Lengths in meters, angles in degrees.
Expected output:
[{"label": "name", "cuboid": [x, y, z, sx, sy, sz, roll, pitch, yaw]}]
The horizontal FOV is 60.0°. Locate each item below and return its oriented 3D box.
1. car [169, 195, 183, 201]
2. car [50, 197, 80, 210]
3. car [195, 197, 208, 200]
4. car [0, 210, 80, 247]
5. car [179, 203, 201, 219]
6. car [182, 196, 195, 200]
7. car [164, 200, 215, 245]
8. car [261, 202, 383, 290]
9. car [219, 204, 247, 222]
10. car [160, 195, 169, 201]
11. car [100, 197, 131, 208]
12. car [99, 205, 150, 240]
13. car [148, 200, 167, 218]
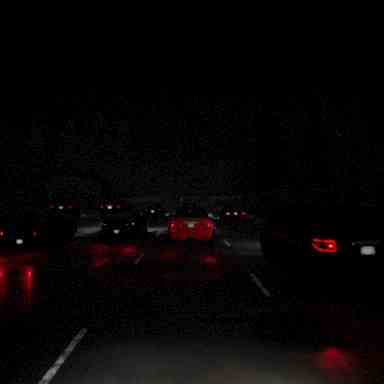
[{"label": "car", "cuboid": [-4.382, 1.888, 91.805, 2.150, 2.045, 5.566, 0, 0, 2]}, {"label": "car", "cuboid": [-12.016, 1.489, 31.655, 2.150, 2.045, 5.566, 0, 0, -12]}, {"label": "car", "cuboid": [2.613, 2.172, 91.086, 2.033, 1.411, 5.357, 0, 0, 2]}, {"label": "car", "cuboid": [-7.048, 1.739, 15.792, 1.895, 1.301, 4.718, 0, 0, -1]}, {"label": "car", "cuboid": [-0.221, 1.800, 33.171, 1.994, 1.385, 4.181, 0, 0, -1]}, {"label": "car", "cuboid": [-0.887, 2.122, 91.051, 1.882, 1.535, 5.008, 0, 0, 2]}, {"label": "car", "cuboid": [-0.056, 1.469, 16.406, 2.097, 1.767, 4.553, 0, 0, -1]}, {"label": "car", "cuboid": [3.506, 1.277, 9.364, 2.150, 2.045, 5.566, 0, 0, -1]}, {"label": "car", "cuboid": [3.333, 1.733, 27.882, 2.033, 1.411, 5.357, 0, 0, -1]}, {"label": "car", "cuboid": [-7.882, 2.215, 91.767, 2.033, 1.411, 5.357, 0, 0, 2]}, {"label": "car", "cuboid": [-7.206, 1.472, 31.762, 2.150, 2.045, 5.566, 0, 0, -1]}, {"label": "car", "cuboid": [-3.569, 1.666, 17.898, 1.812, 1.442, 4.674, 0, 0, -1]}, {"label": "car", "cuboid": [-3.723, 1.814, 33.342, 1.994, 1.385, 4.181, 0, 0, -1]}]
